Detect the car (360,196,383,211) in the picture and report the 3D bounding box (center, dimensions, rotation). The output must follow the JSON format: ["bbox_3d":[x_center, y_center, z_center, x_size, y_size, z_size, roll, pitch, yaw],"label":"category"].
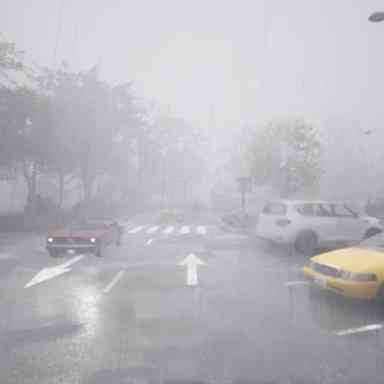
[{"bbox_3d":[27.018,1.676,47.123,2.435,2.045,5.566,1,-2,-22],"label":"car"}]

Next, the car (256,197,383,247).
[{"bbox_3d":[5.383,1.361,13.945,5.566,2.045,2.435,1,-1,-20],"label":"car"}]

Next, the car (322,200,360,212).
[{"bbox_3d":[20.935,1.953,47.000,2.163,1.488,4.792,0,-1,-21],"label":"car"}]

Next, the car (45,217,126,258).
[{"bbox_3d":[-4.058,1.722,13.404,1.895,1.301,4.718,0,-1,0],"label":"car"}]

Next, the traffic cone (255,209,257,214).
[{"bbox_3d":[7.631,2.316,39.450,0.340,0.580,0.340,0,-1,-41],"label":"traffic cone"}]

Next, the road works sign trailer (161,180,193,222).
[{"bbox_3d":[-1.055,0.734,29.651,2.880,3.560,2.380,0,-1,-41],"label":"road works sign trailer"}]

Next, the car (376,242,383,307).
[{"bbox_3d":[5.379,1.571,4.908,4.674,1.452,2.002,1,0,-20],"label":"car"}]

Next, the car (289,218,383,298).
[{"bbox_3d":[5.196,1.552,7.850,5.366,1.575,1.946,1,0,-20],"label":"car"}]

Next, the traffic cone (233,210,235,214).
[{"bbox_3d":[4.623,2.291,36.814,0.340,0.580,0.340,0,-1,-41],"label":"traffic cone"}]
